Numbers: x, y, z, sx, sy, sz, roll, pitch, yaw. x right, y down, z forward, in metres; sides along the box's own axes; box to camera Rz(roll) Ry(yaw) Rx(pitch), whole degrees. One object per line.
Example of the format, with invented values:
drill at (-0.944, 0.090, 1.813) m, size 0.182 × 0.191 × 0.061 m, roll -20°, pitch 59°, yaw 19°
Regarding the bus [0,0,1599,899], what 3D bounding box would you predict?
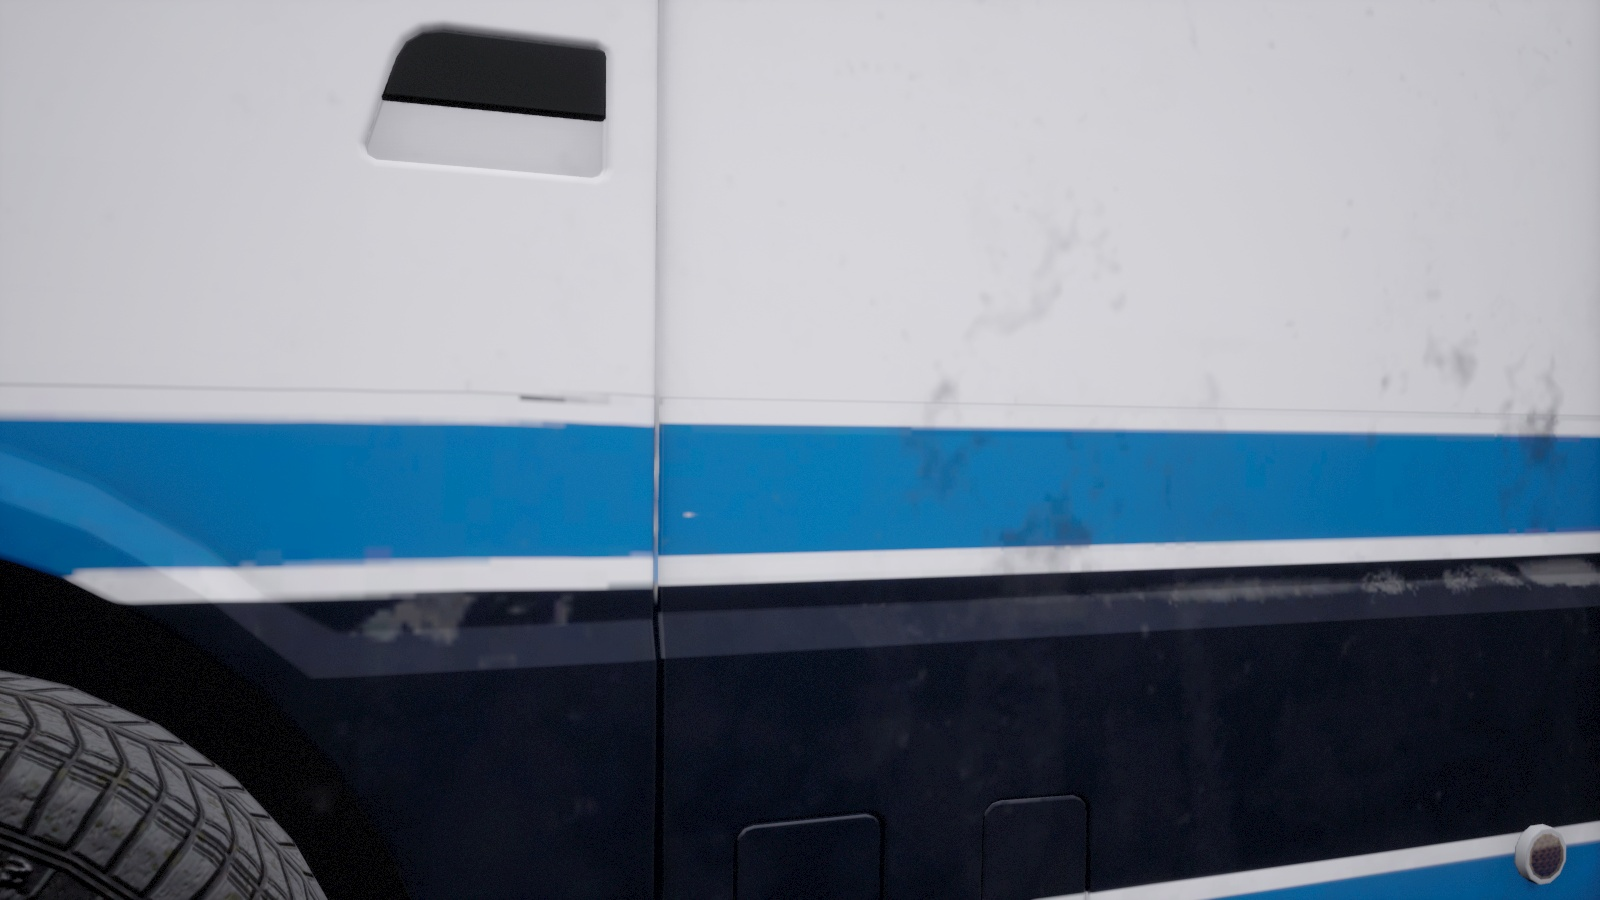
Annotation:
bus at (1.219, -0.652, 3.684) m, size 10.273 × 4.253 × 3.944 m, roll -1°, pitch 1°, yaw -21°
